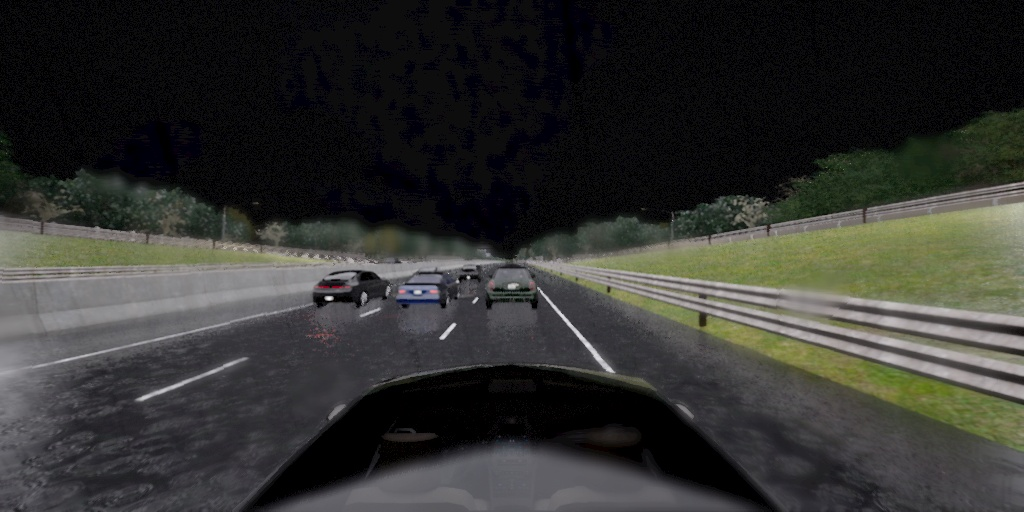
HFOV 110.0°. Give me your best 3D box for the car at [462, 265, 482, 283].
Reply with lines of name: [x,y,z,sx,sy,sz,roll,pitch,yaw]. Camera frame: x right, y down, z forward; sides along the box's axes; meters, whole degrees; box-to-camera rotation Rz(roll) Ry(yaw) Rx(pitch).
car: [-3.474,1.481,31.133,1.837,1.490,4.892,0,0,0]

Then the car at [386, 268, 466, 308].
car: [-3.504,1.412,15.850,2.033,1.411,5.357,0,0,0]

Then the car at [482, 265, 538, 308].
car: [-0.003,1.215,15.933,2.097,1.767,4.553,0,-1,0]

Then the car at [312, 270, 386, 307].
car: [-7.001,1.376,16.159,1.837,1.490,4.892,0,0,0]
